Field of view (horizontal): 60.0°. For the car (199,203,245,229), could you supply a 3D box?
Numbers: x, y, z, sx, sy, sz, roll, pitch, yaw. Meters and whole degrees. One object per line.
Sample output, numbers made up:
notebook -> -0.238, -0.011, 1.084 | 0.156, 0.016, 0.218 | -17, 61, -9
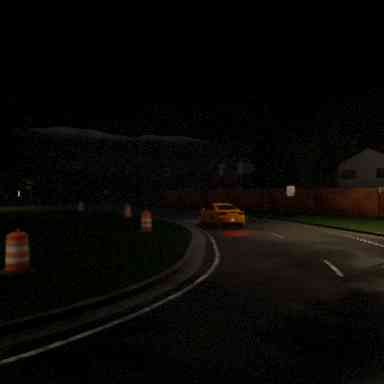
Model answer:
car -> 1.862, 1.482, 22.074 | 1.882, 1.535, 5.008 | 0, 0, -13
